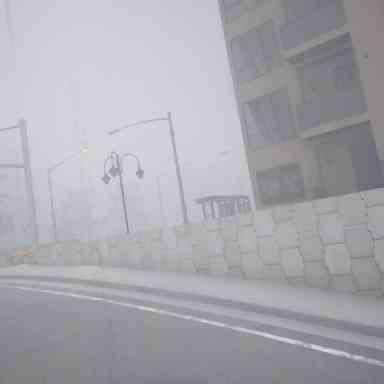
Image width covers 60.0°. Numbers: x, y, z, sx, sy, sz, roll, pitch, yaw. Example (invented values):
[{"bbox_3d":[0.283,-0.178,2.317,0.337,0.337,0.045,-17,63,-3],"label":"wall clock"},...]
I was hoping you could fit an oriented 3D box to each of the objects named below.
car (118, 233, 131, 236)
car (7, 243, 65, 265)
[{"bbox_3d":[-7.854,5.457,37.496,1.895,1.301,4.718,-14,-8,35],"label":"car"},{"bbox_3d":[-13.696,5.364,29.564,1.882,1.535,5.008,-14,-8,35],"label":"car"}]
